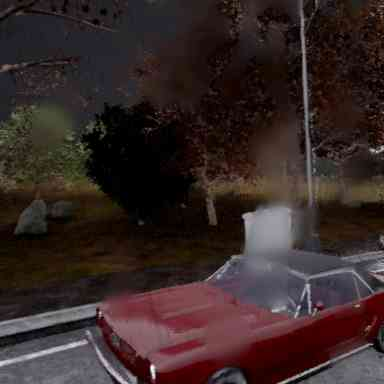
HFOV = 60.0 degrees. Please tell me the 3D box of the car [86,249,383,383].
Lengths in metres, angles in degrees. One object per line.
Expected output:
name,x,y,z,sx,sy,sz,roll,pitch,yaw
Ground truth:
car,1.102,1.564,4.533,4.718,1.301,1.895,-1,1,-32
